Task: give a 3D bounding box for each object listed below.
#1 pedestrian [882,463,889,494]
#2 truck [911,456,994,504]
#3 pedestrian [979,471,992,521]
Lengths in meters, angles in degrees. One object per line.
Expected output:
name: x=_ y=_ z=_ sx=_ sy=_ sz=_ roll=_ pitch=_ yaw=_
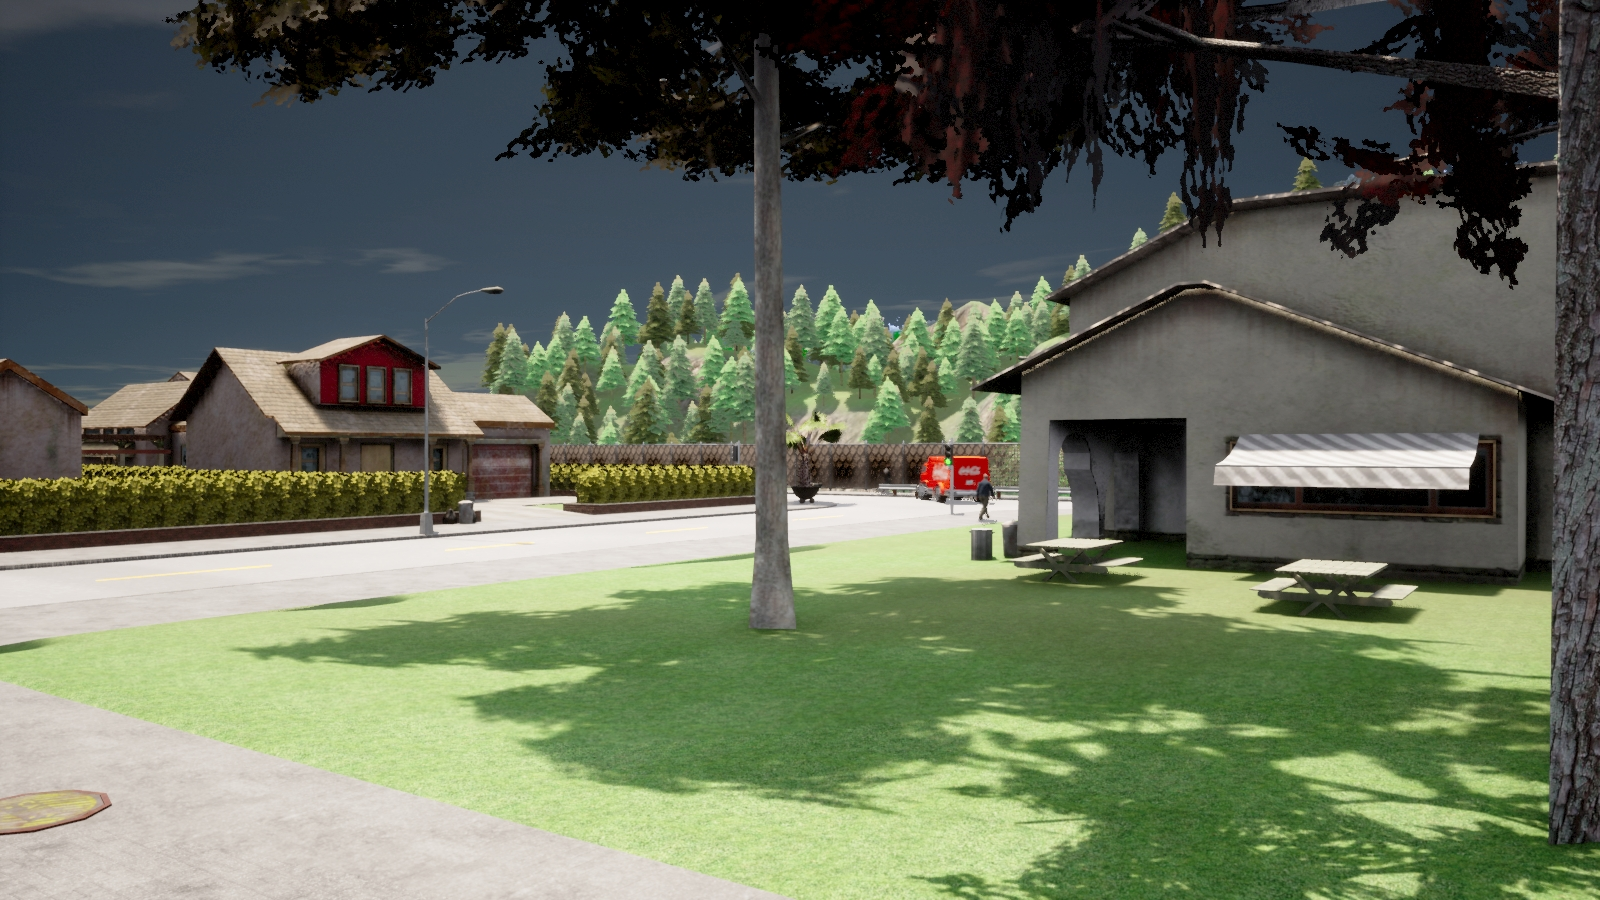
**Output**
pedestrian: x=5.226 y=1.745 z=69.549 sx=0.375 sy=1.860 sz=0.375 roll=0 pitch=0 yaw=-2
truck: x=8.163 y=1.569 z=61.737 sx=2.627 sy=2.467 sz=5.204 roll=0 pitch=0 yaw=-14
pedestrian: x=7.001 y=1.737 z=43.140 sx=0.375 sy=1.860 sz=0.375 roll=0 pitch=0 yaw=35
